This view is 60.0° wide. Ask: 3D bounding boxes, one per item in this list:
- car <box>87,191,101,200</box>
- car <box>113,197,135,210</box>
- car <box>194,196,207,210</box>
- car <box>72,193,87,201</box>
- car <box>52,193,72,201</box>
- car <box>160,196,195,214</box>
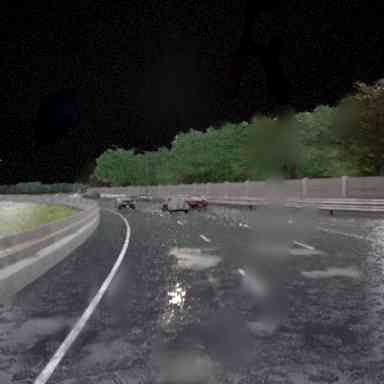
[{"bbox_3d":[-22.406,0.810,74.320,2.150,2.045,5.566,-1,1,-41],"label":"car"},{"bbox_3d":[-8.068,1.320,39.361,1.837,1.490,4.892,0,1,-22],"label":"car"},{"bbox_3d":[0.047,1.217,37.774,1.882,1.535,5.008,-1,1,-20],"label":"car"},{"bbox_3d":[-25.178,1.151,72.130,1.812,1.442,4.674,-1,1,-44],"label":"car"},{"bbox_3d":[-27.722,1.027,69.725,2.097,1.767,4.553,-1,1,-44],"label":"car"},{"bbox_3d":[-1.725,1.344,32.259,2.033,1.411,5.357,-1,0,-18],"label":"car"}]
